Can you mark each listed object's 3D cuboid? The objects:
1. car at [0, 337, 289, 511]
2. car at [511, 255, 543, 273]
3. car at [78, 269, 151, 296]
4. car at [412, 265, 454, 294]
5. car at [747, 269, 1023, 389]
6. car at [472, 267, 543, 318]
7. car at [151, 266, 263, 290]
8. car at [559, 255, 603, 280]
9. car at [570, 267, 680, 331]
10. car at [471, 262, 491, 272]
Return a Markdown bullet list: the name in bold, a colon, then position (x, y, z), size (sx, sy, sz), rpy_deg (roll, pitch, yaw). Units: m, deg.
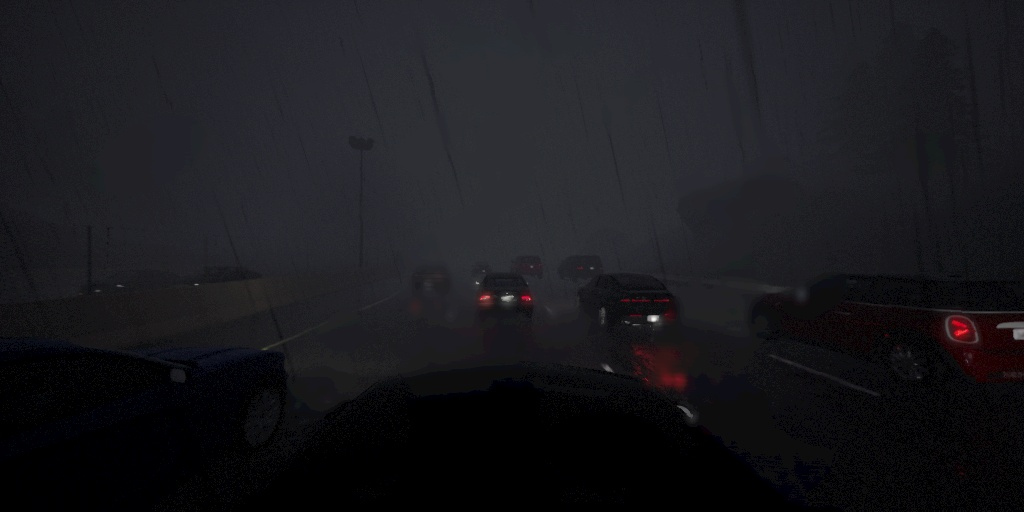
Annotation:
- **car**: position (-3.474, 1.235, 2.082), size (1.882, 1.535, 5.008), rpy_deg (0, 0, 0)
- **car**: position (1.235, 0.969, 31.978), size (2.150, 2.045, 5.566), rpy_deg (0, 0, -8)
- **car**: position (-18.297, 1.353, 17.681), size (1.994, 1.385, 4.181), rpy_deg (0, 0, -5)
- **car**: position (-4.412, 1.251, 20.388), size (2.128, 1.511, 4.902), rpy_deg (0, 0, -5)
- **car**: position (6.918, 1.088, 7.010), size (2.097, 1.767, 4.553), rpy_deg (0, 0, -1)
- **car**: position (-0.301, 1.298, 13.013), size (2.033, 1.411, 5.357), rpy_deg (0, 0, -3)
- **car**: position (-14.823, 1.274, 18.211), size (2.128, 1.511, 4.902), rpy_deg (0, 0, -4)
- **car**: position (5.317, 0.961, 27.995), size (2.150, 2.045, 5.566), rpy_deg (0, 0, -7)
- **car**: position (3.282, 1.248, 10.999), size (1.837, 1.490, 4.892), rpy_deg (0, 0, -3)
- **car**: position (-3.115, 1.283, 36.754), size (1.812, 1.442, 4.674), rpy_deg (0, 0, -10)
